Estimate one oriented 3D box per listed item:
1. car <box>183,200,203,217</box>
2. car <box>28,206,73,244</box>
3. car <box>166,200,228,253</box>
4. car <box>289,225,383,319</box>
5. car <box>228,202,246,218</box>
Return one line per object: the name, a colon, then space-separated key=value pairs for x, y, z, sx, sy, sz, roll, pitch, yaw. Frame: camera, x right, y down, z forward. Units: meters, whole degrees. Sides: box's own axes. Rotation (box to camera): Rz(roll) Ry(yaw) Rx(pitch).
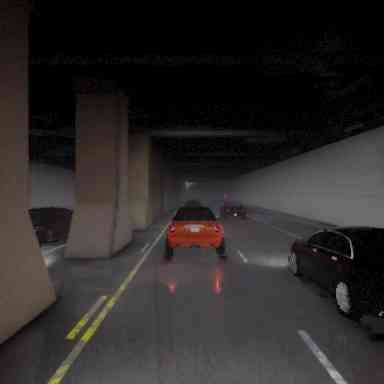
car: x=0.091 y=1.511 z=32.466 sx=1.812 sy=1.442 sz=4.674 roll=0 pitch=0 yaw=0
car: x=-7.098 y=1.470 z=16.091 sx=1.882 sy=1.535 sz=5.008 roll=0 pitch=0 yaw=0
car: x=0.102 y=1.346 z=13.824 sx=2.097 sy=1.767 sz=4.553 roll=0 pitch=0 yaw=0
car: x=3.602 y=1.501 z=7.334 sx=1.837 sy=1.490 sz=4.892 roll=0 pitch=0 yaw=0
car: x=3.604 y=1.587 z=29.874 sx=1.895 sy=1.301 sz=4.718 roll=0 pitch=0 yaw=0
